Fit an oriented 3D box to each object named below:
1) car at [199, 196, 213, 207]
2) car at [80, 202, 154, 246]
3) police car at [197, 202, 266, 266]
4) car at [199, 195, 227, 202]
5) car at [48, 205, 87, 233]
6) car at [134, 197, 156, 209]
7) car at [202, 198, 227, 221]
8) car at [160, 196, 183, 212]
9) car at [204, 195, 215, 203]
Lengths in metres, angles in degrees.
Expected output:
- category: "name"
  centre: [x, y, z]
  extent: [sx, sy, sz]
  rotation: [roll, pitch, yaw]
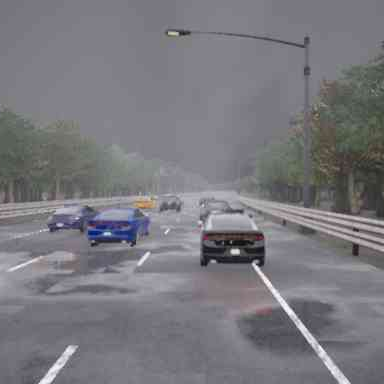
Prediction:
- category: "car"
  centre: [2.045, 1.324, 47.470]
  extent: [1.837, 1.490, 4.892]
  rotation: [0, 0, 6]
- category: "car"
  centre: [-3.121, 1.418, 15.015]
  extent: [1.882, 1.535, 5.008]
  rotation: [0, 0, 2]
- category: "police car"
  centre: [1.217, 1.380, 11.472]
  extent: [1.930, 1.638, 5.238]
  rotation: [0, 0, 1]
- category: "car"
  centre: [1.527, 1.269, 21.174]
  extent: [2.097, 1.767, 4.553]
  rotation: [0, 0, 2]
- category: "car"
  centre: [-6.498, 1.451, 18.897]
  extent: [1.812, 1.442, 4.674]
  rotation: [0, 0, 2]
- category: "car"
  centre: [-5.455, 1.327, 39.151]
  extent: [1.882, 1.535, 5.008]
  rotation: [0, 0, 4]
- category: "car"
  centre: [1.801, 1.350, 27.295]
  extent: [1.801, 1.575, 5.366]
  rotation: [0, 0, 3]
- category: "car"
  centre: [-2.142, 1.213, 36.010]
  extent: [2.097, 1.767, 4.553]
  rotation: [0, 0, 4]
- category: "car"
  centre: [3.273, 1.299, 61.309]
  extent: [1.812, 1.442, 4.674]
  rotation: [0, 0, 6]
